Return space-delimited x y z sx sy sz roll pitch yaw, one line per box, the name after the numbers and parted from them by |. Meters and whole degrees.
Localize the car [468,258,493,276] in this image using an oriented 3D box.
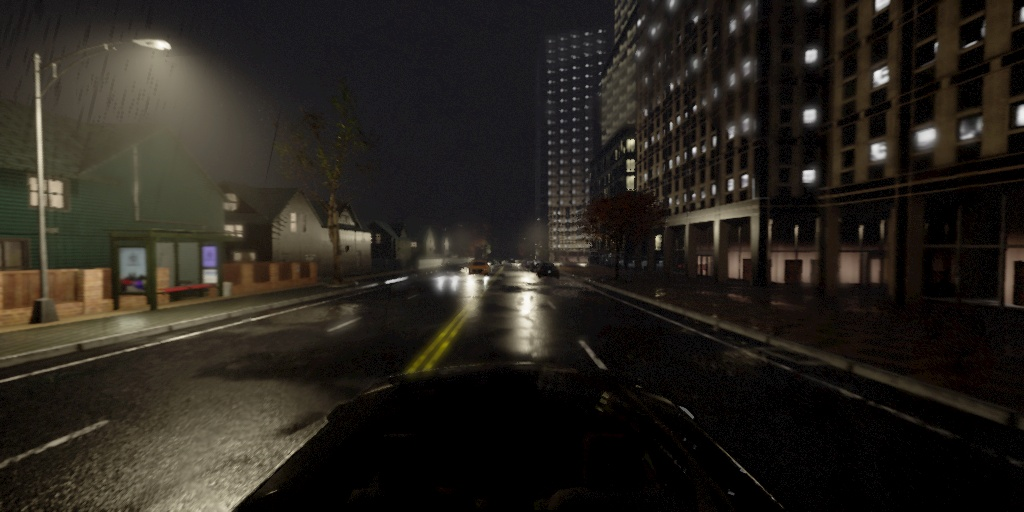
-3.341 1.235 36.931 1.882 1.535 5.008 0 0 0 | car

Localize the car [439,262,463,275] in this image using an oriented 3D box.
-6.589 1.359 38.958 1.895 1.301 4.718 0 0 0 | car

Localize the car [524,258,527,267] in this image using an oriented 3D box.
3.231 1.338 54.907 1.994 1.385 4.181 0 0 0 | car

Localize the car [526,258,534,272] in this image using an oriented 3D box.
3.235 1.254 43.902 2.128 1.511 4.902 0 0 0 | car

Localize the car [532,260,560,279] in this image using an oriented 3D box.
3.239 1.319 32.899 1.994 1.385 4.181 0 0 0 | car
